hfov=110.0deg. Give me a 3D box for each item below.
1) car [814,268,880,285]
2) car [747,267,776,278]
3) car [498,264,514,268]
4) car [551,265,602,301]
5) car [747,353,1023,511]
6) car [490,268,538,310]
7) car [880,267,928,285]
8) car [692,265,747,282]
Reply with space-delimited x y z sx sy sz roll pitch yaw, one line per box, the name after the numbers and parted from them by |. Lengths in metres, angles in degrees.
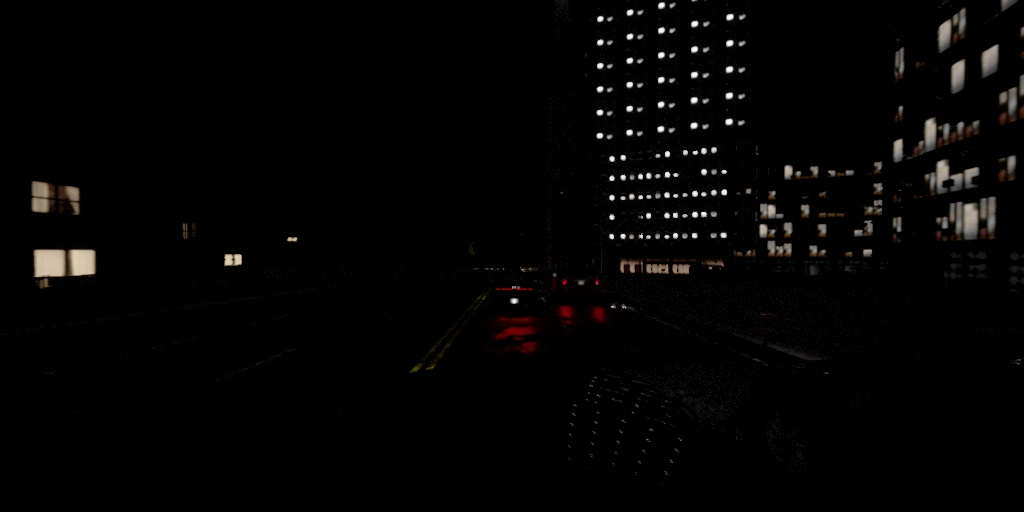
33.647 2.207 36.461 4.507 1.381 1.888 0 0 20 | car
31.032 2.095 45.810 4.403 1.370 2.007 0 0 20 | car
0.085 1.719 31.721 2.033 1.411 5.357 0 -1 0 | car
3.339 1.348 19.406 2.097 1.767 4.553 0 -1 0 | car
3.349 1.254 1.746 1.837 1.490 4.892 0 -1 0 | car
0.089 1.448 15.745 1.837 1.490 4.892 0 -1 0 | car
38.971 1.994 34.513 5.009 1.841 2.192 0 0 20 | car
23.000 1.942 40.357 5.009 1.841 2.192 0 0 20 | car
